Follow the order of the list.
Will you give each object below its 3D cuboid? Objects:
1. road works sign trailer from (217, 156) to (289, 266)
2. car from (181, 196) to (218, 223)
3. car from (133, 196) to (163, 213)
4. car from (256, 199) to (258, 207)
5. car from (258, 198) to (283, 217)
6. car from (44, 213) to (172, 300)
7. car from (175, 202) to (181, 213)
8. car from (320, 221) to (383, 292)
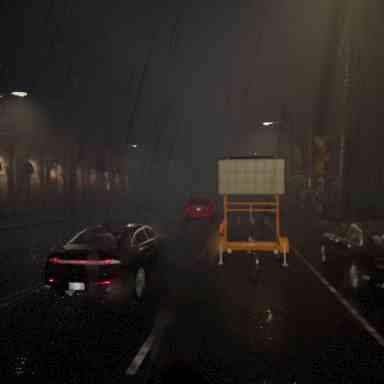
[{"bbox_3d":[2.117,0.526,11.923,2.380,3.560,2.880,0,0,8],"label":"road works sign trailer"},{"bbox_3d":[0.873,1.370,26.938,2.150,2.045,5.566,0,0,8],"label":"car"},{"bbox_3d":[-4.840,1.444,37.612,2.150,2.045,5.566,0,0,8],"label":"car"},{"bbox_3d":[12.513,1.812,59.567,2.161,1.482,4.786,0,0,8],"label":"car"},{"bbox_3d":[9.042,1.542,37.913,2.185,1.767,4.553,0,0,8],"label":"car"},{"bbox_3d":[-1.802,1.547,8.616,2.128,1.511,4.902,0,0,8],"label":"car"},{"bbox_3d":[-0.757,1.780,41.307,2.033,1.411,5.357,0,0,9],"label":"car"},{"bbox_3d":[4.791,1.518,8.847,2.231,1.521,4.892,0,0,8],"label":"car"}]
